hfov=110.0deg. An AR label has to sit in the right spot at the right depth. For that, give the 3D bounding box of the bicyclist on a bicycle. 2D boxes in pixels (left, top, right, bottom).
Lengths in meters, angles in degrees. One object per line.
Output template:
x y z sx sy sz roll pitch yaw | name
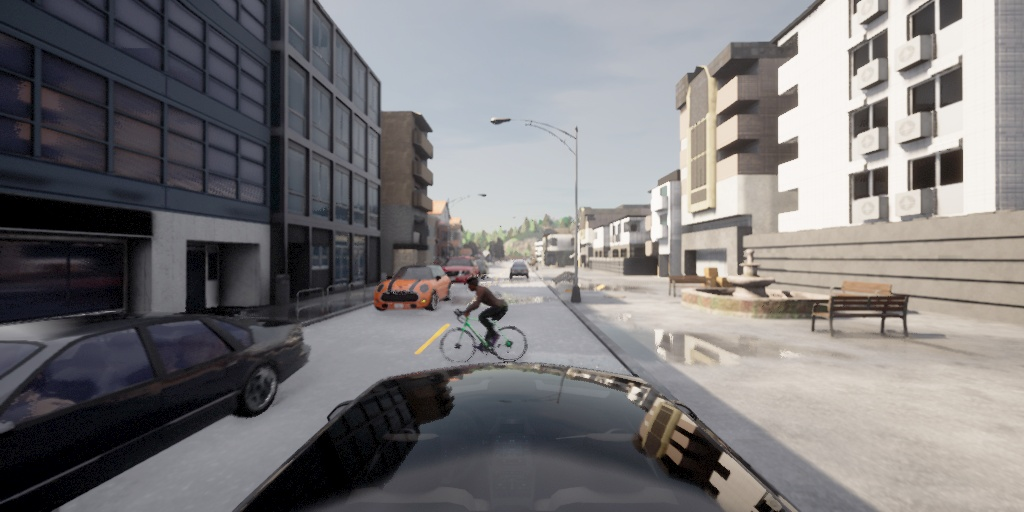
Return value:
-0.552 1.217 6.741 1.656 1.620 0.582 -2 0 1 | bicyclist on a bicycle

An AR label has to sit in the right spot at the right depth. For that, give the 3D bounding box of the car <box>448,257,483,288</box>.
-3.569 1.066 24.774 2.150 2.045 5.566 0 0 1 | car

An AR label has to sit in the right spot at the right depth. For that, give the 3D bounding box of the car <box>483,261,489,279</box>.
-3.405 1.234 34.244 2.097 1.767 4.553 0 0 2 | car

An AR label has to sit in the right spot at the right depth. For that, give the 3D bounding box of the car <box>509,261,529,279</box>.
0.706 1.433 34.985 2.033 1.411 5.357 0 0 1 | car

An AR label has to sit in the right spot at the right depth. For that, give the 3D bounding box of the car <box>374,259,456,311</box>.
-3.867 1.154 14.656 2.097 1.767 4.553 0 0 1 | car

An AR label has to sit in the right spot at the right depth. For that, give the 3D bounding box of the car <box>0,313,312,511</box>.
-4.095 1.303 3.247 2.033 1.411 5.357 0 0 1 | car
